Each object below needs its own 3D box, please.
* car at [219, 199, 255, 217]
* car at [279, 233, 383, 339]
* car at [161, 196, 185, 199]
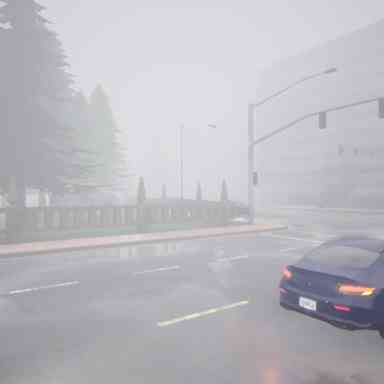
[{"bbox_3d":[3.736,1.422,30.820,1.882,1.535,5.008,0,0,-32],"label":"car"},{"bbox_3d":[3.638,1.526,6.363,4.674,1.442,1.812,0,0,-35],"label":"car"},{"bbox_3d":[-1.711,1.300,40.126,2.097,1.767,4.553,0,0,-25],"label":"car"}]
